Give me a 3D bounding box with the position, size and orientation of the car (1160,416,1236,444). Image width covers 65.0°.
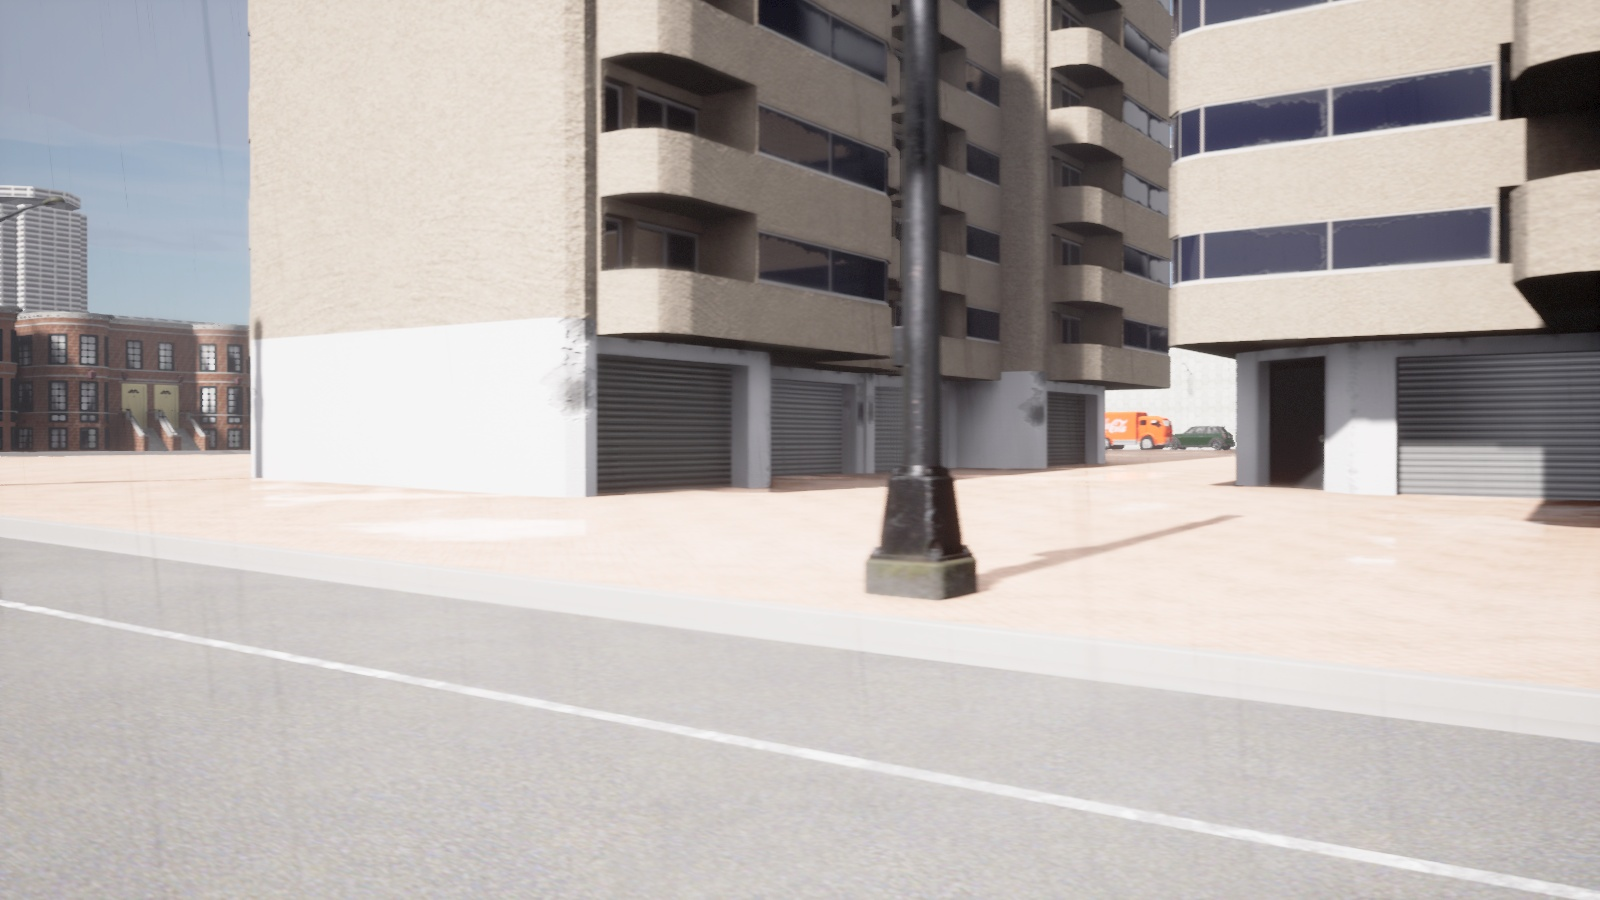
[{"bbox_3d":[27.291,-1.358,86.208,4.553,1.767,2.097,-1,1,35],"label":"car"}]

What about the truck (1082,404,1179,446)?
[{"bbox_3d":[20.566,-1.519,78.097,5.204,2.467,2.627,-1,1,35],"label":"truck"}]
